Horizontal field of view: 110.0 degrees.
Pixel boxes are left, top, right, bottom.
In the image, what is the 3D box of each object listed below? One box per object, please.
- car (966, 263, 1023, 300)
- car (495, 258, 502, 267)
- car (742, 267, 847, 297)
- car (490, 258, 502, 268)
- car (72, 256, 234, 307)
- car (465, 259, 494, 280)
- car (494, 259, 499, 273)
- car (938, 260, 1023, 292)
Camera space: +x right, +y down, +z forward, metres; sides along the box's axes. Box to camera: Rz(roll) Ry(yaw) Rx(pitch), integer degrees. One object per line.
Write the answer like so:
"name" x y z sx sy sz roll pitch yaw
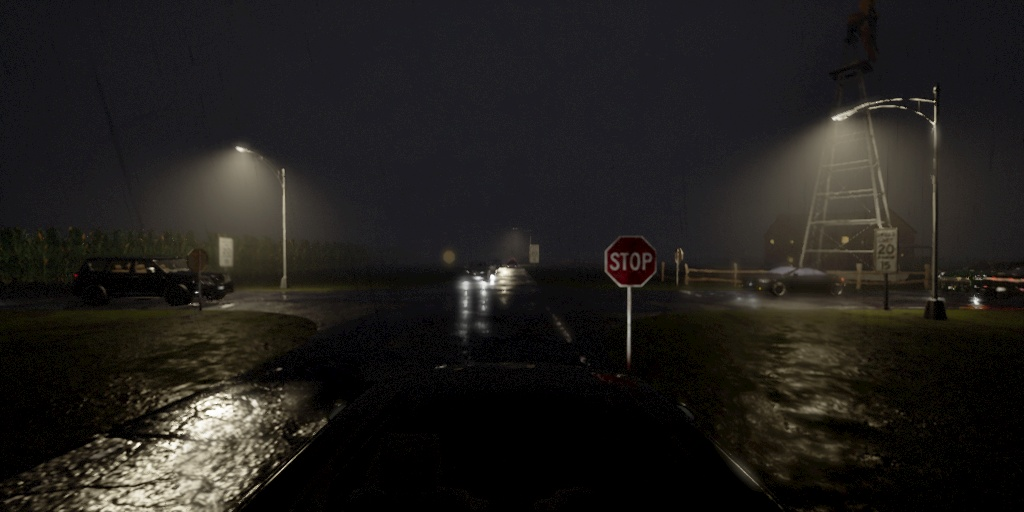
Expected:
"car" 22.626 1.172 14.732 4.902 1.511 2.128 0 1 2
"car" -2.814 1.257 51.199 2.033 1.411 5.357 0 0 0
"car" 13.978 1.235 17.928 4.181 1.385 1.994 0 1 3
"car" -2.767 1.170 63.733 1.882 1.535 5.008 0 1 0
"car" -15.399 1.033 15.550 5.566 2.045 2.150 0 1 -1
"car" -2.886 1.238 31.105 1.837 1.490 4.892 0 0 2
"car" -2.833 1.323 40.885 1.895 1.301 4.718 0 0 0
"car" 23.957 0.989 17.625 4.553 1.767 2.097 0 1 2
